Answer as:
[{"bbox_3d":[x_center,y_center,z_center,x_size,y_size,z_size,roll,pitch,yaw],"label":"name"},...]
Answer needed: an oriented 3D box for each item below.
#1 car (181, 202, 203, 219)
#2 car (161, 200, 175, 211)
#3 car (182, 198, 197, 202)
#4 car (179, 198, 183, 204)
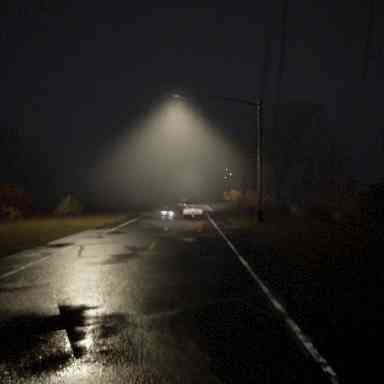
[{"bbox_3d":[0.100,1.933,32.664,1.895,1.301,4.718,0,-1,0],"label":"car"},{"bbox_3d":[-3.561,2.000,49.794,2.128,1.511,4.902,0,-1,0],"label":"car"},{"bbox_3d":[0.048,1.957,45.743,2.128,1.511,4.902,0,-1,1],"label":"car"},{"bbox_3d":[-2.243,2.418,88.375,2.128,1.511,4.902,0,-1,4],"label":"car"}]
